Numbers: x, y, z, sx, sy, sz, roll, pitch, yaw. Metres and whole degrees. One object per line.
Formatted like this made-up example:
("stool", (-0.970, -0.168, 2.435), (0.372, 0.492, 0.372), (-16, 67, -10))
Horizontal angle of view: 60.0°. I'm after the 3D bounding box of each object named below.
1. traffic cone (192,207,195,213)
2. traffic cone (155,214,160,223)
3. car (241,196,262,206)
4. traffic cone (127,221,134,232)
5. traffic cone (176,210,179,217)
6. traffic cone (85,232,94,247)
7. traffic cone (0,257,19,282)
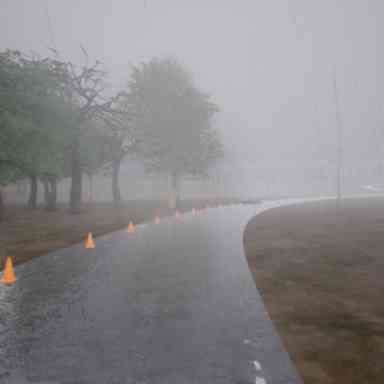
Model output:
("traffic cone", (0.159, 1.813, 33.576), (0.340, 0.580, 0.340), (1, 1, 17))
("traffic cone", (-2.462, 1.889, 23.670), (0.340, 0.580, 0.340), (0, 0, 12))
("car", (8.687, 1.318, 48.558), (1.895, 1.301, 4.718), (1, 1, 26))
("traffic cone", (-3.426, 1.917, 18.638), (0.340, 0.580, 0.340), (0, 0, 10))
("traffic cone", (-1.265, 1.855, 28.654), (0.340, 0.580, 0.340), (0, 1, 15))
("traffic cone", (-4.158, 1.937, 13.566), (0.340, 0.580, 0.340), (0, 0, 7))
("traffic cone", (-4.654, 1.949, 8.464), (0.340, 0.580, 0.340), (0, 0, 4))
